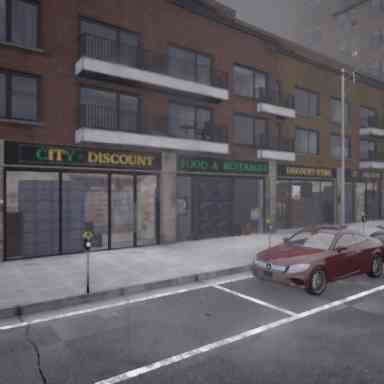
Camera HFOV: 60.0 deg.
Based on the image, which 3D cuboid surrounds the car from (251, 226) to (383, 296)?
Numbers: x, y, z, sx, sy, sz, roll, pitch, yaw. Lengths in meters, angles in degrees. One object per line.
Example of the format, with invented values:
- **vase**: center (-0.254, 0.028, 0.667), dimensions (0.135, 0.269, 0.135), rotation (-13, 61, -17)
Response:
- **car**: center (3.394, 1.579, 8.598), dimensions (4.206, 1.307, 1.802), rotation (0, 0, -35)
